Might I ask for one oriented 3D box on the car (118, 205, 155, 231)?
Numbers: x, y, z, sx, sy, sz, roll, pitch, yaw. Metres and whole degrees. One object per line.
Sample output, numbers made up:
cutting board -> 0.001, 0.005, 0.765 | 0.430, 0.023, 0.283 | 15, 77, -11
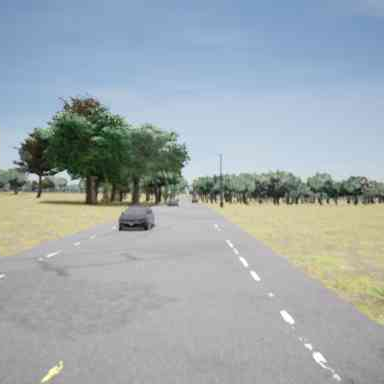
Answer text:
car -> -3.606, 1.655, 22.279 | 1.882, 1.535, 5.008 | 0, 0, 0

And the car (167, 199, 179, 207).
car -> -3.540, 2.119, 63.728 | 1.994, 1.385, 4.181 | 0, -1, 1
